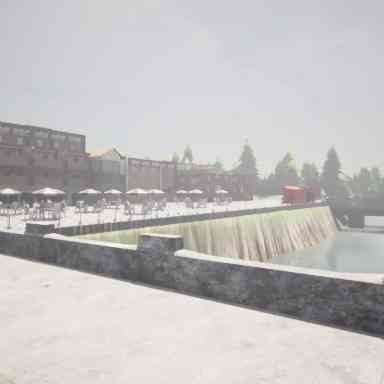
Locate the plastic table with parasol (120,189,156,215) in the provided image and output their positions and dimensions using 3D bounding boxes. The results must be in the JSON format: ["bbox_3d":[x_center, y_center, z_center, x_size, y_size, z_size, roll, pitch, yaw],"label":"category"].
[{"bbox_3d":[-5.263,0.925,32.485,2.482,2.480,2.482,0,0,35],"label":"plastic table with parasol"}]

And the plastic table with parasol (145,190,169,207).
[{"bbox_3d":[-5.214,0.925,49.162,2.482,2.480,2.482,0,0,35],"label":"plastic table with parasol"}]

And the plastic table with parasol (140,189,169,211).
[{"bbox_3d":[-4.504,0.925,40.174,2.482,2.480,2.482,0,0,35],"label":"plastic table with parasol"}]
